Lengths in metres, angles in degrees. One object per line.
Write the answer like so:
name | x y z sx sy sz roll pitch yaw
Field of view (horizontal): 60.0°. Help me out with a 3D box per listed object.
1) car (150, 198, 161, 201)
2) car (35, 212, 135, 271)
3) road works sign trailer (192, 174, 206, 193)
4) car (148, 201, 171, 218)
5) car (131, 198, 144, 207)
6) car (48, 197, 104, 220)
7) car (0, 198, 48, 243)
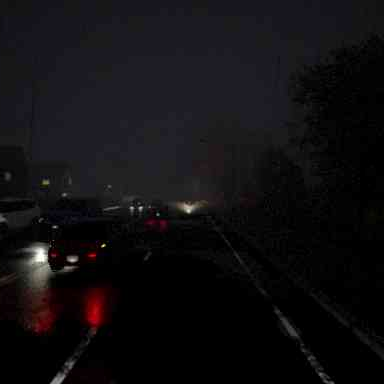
car | -6.455 1.881 59.978 1.812 1.442 4.674 0 0 1
car | -3.136 1.597 11.048 1.812 1.442 4.674 0 0 0
road works sign trailer | 1.583 -1.735 69.410 2.880 3.560 2.380 -8 21 -6
car | -3.100 1.803 32.592 1.895 1.301 4.718 0 0 0
car | -9.707 1.858 59.561 1.837 1.490 4.892 0 0 1
car | -6.572 1.340 18.731 2.150 2.045 5.566 0 0 0
car | -9.824 1.331 17.125 2.150 2.045 5.566 0 0 0
